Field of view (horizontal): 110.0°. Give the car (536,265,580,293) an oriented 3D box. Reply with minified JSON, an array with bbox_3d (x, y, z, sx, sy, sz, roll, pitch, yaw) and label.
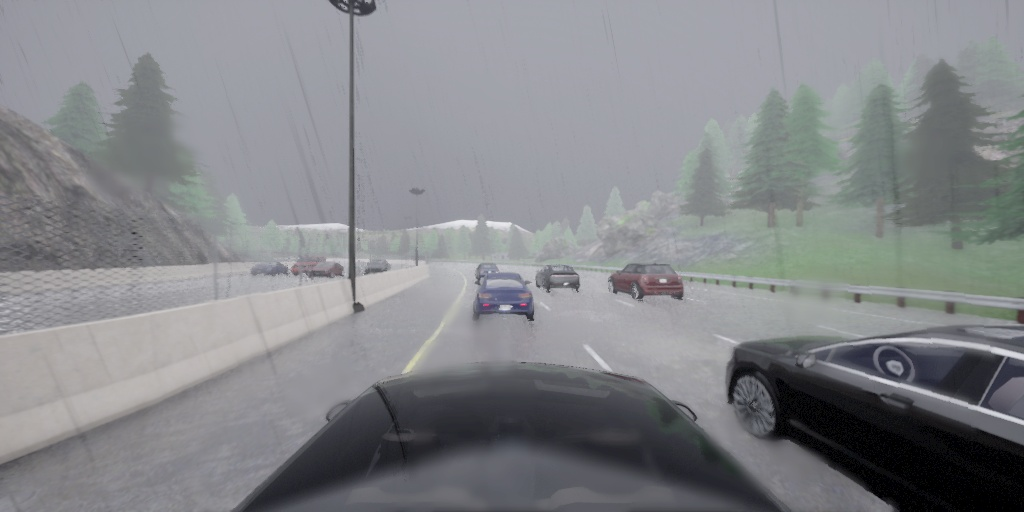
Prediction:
[{"bbox_3d":[2.547,1.240,20.847,2.128,1.511,4.902,0,0,-5],"label":"car"}]

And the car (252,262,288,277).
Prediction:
[{"bbox_3d":[-24.560,1.333,36.597,1.812,1.442,4.674,0,0,-11],"label":"car"}]

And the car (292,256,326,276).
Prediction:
[{"bbox_3d":[-21.283,1.015,38.160,2.150,2.045,5.566,0,0,-11],"label":"car"}]

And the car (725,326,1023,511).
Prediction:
[{"bbox_3d":[3.523,1.234,2.431,2.128,1.511,4.902,0,0,0],"label":"car"}]

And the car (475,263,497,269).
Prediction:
[{"bbox_3d":[-2.112,1.307,30.458,2.033,1.411,5.357,0,0,-8],"label":"car"}]

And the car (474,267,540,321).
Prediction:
[{"bbox_3d":[-0.311,1.278,12.339,1.812,1.442,4.674,0,0,-3],"label":"car"}]

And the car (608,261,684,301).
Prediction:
[{"bbox_3d":[6.352,1.092,17.522,2.097,1.767,4.553,0,0,-4],"label":"car"}]

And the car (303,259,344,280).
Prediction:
[{"bbox_3d":[-16.817,1.268,32.735,1.882,1.535,5.008,0,0,-9],"label":"car"}]

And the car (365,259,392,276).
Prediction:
[{"bbox_3d":[-14.209,1.137,38.307,2.097,1.767,4.553,0,0,-11],"label":"car"}]
